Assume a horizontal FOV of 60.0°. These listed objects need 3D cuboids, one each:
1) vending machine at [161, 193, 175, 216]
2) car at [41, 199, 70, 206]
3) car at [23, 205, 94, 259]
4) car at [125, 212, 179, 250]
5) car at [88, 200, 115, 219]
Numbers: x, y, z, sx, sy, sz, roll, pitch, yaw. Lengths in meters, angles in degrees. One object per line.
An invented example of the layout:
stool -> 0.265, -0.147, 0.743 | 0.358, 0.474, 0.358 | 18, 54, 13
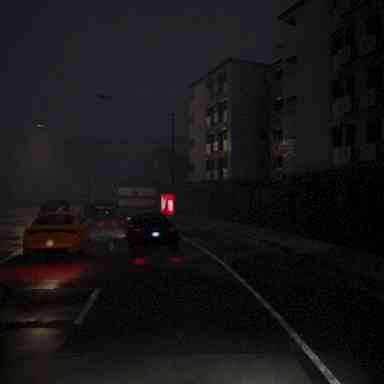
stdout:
vending machine -> -2.258, 1.192, 31.118 | 1.100, 2.100, 0.880 | 0, 0, -30
car -> -11.355, 1.350, 27.736 | 2.097, 1.767, 4.553 | 0, 0, -31
car -> -5.028, 1.477, 12.871 | 1.882, 1.535, 5.008 | 0, 0, -13
car -> -1.848, 1.563, 14.461 | 1.994, 1.385, 4.181 | 0, 0, -14
car -> -8.272, 1.490, 29.407 | 2.128, 1.511, 4.902 | 0, 0, -31
